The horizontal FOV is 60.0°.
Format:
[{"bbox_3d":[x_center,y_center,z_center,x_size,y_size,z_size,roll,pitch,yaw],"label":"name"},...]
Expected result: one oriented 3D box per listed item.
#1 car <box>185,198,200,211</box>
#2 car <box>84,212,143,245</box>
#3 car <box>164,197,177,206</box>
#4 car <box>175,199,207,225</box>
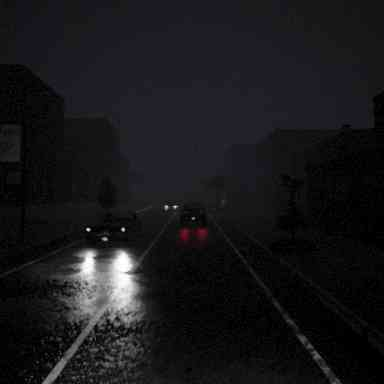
[{"bbox_3d":[0.080,1.618,42.853,1.837,1.490,4.892,0,0,0],"label":"car"},{"bbox_3d":[-3.560,1.631,15.841,1.895,1.301,4.718,0,0,0],"label":"car"},{"bbox_3d":[-3.597,1.602,57.279,1.812,1.442,4.674,0,0,0],"label":"car"},{"bbox_3d":[0.098,1.550,24.548,2.128,1.511,4.902,0,0,0],"label":"car"}]
